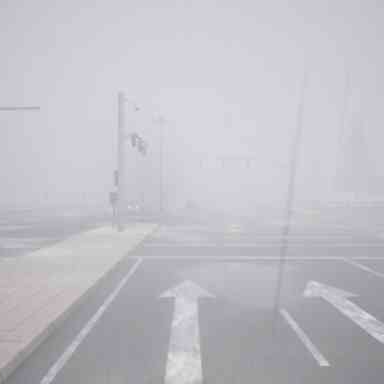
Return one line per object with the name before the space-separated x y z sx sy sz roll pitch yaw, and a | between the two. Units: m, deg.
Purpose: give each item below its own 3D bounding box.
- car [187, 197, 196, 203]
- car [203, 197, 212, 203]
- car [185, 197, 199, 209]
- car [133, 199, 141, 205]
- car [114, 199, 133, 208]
car | -0.012 1.857 76.328 1.994 1.385 4.181 0 0 0
car | 3.488 1.900 76.359 1.895 1.301 4.718 0 0 0
car | -0.008 1.838 50.893 1.812 1.442 4.674 0 0 0
car | -11.510 2.007 67.336 1.895 1.301 4.718 0 0 0
car | -11.549 1.934 54.558 1.895 1.301 4.718 0 0 1
